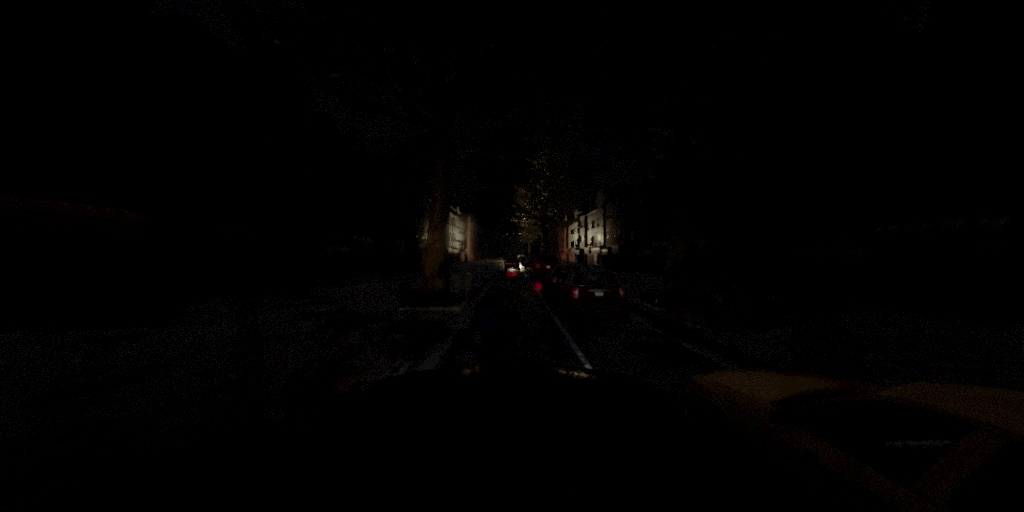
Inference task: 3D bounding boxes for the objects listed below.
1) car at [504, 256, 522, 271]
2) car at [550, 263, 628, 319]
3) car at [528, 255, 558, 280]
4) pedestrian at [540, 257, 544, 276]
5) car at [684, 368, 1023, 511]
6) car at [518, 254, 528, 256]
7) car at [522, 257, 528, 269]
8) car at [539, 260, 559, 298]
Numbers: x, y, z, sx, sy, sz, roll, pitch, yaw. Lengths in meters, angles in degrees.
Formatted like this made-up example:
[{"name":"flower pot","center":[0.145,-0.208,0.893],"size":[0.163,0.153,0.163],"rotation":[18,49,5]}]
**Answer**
[{"name":"car","center":[0.027,1.106,46.064],"size":[1.837,1.490,4.892],"rotation":[0,0,0]},{"name":"car","center":[2.642,1.170,12.775],"size":[1.967,1.591,4.097],"rotation":[0,0,0]},{"name":"car","center":[2.762,0.901,30.124],"size":[2.150,2.045,5.566],"rotation":[0,0,0]},{"name":"pedestrian","center":[2.764,0.957,33.373],"size":[0.375,1.860,0.375],"rotation":[0,0,0]},{"name":"car","center":[2.638,1.275,1.851],"size":[1.751,1.417,4.829],"rotation":[0,0,0]},{"name":"car","center":[2.664,0.794,62.698],"size":[2.192,1.841,5.009],"rotation":[0,0,0]},{"name":"car","center":[2.659,1.124,51.606],"size":[1.948,1.339,4.313],"rotation":[0,0,0]},{"name":"car","center":[2.645,1.155,18.322],"size":[1.967,1.591,4.097],"rotation":[0,0,0]}]
